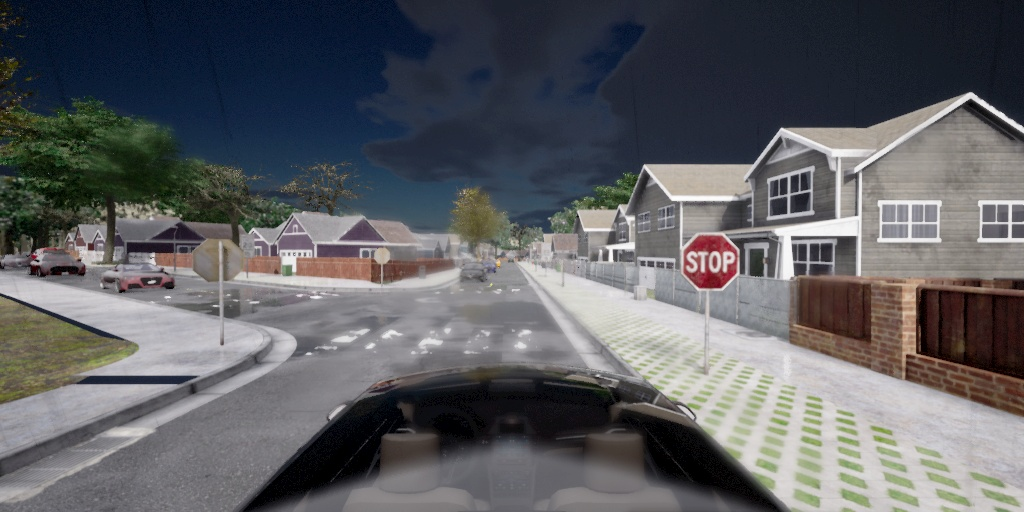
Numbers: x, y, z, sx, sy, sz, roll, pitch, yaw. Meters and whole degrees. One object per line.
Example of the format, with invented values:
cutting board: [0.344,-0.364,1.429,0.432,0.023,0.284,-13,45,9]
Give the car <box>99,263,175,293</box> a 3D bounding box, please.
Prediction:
car: [-19.227,1.058,18.400,4.181,1.385,1.994,1,1,30]

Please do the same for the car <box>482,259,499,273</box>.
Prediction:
car: [-2.955,1.134,43.002,2.097,1.767,4.553,0,0,-1]

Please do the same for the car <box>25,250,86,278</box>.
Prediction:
car: [-33.604,0.627,26.508,4.553,1.767,2.097,1,1,30]

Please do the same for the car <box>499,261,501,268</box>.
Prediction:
car: [-2.936,1.308,61.685,1.882,1.535,5.008,0,-1,0]

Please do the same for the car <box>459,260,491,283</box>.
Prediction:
car: [-2.929,1.262,27.991,1.837,1.490,4.892,0,0,0]

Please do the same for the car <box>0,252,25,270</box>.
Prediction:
car: [-48.679,0.589,35.116,4.674,1.442,1.812,1,1,29]
